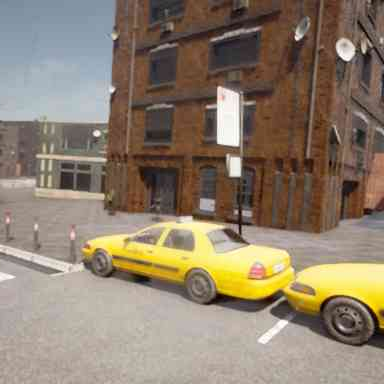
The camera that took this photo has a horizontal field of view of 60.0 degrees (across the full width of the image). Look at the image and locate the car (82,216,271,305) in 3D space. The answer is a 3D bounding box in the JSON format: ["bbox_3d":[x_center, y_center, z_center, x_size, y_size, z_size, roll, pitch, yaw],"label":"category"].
[{"bbox_3d":[-0.417,1.344,7.852,5.366,1.575,1.946,2,1,36],"label":"car"}]

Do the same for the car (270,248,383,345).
[{"bbox_3d":[4.058,1.498,4.619,5.366,1.575,1.946,2,1,36],"label":"car"}]
